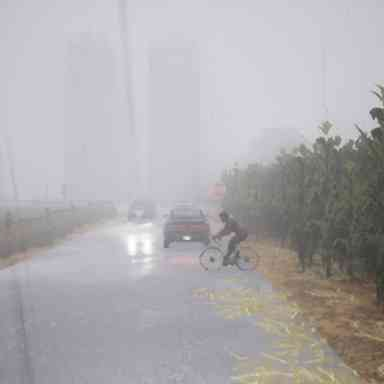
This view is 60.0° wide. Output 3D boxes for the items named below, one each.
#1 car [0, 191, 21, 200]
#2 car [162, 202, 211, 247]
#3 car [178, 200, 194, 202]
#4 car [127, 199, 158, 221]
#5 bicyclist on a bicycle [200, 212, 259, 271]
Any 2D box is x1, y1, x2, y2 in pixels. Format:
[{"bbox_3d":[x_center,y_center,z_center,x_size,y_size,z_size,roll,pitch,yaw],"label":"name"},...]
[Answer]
[{"bbox_3d":[-38.633,0.804,68.307,4.611,1.667,2.242,0,1,-2],"label":"car"},{"bbox_3d":[-0.238,1.423,14.633,1.837,1.490,4.892,0,0,-1],"label":"car"},{"bbox_3d":[-0.493,1.330,25.759,1.812,1.442,4.674,0,1,-1],"label":"car"},{"bbox_3d":[-3.690,1.302,25.269,2.128,1.511,4.902,0,1,-1],"label":"car"},{"bbox_3d":[1.035,1.385,9.134,1.656,1.620,0.582,0,0,-1],"label":"bicyclist on a bicycle"}]
